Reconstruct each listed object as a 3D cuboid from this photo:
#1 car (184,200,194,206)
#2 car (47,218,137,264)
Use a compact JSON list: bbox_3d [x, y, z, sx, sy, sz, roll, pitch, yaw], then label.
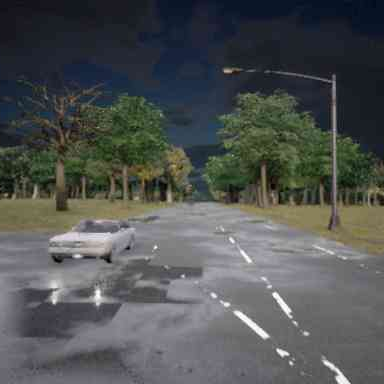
[{"bbox_3d":[-0.754,2.814,85.217,1.895,1.301,4.718,0,-1,8],"label":"car"},{"bbox_3d":[-3.307,1.620,11.898,1.895,1.301,4.718,0,-1,1],"label":"car"}]
